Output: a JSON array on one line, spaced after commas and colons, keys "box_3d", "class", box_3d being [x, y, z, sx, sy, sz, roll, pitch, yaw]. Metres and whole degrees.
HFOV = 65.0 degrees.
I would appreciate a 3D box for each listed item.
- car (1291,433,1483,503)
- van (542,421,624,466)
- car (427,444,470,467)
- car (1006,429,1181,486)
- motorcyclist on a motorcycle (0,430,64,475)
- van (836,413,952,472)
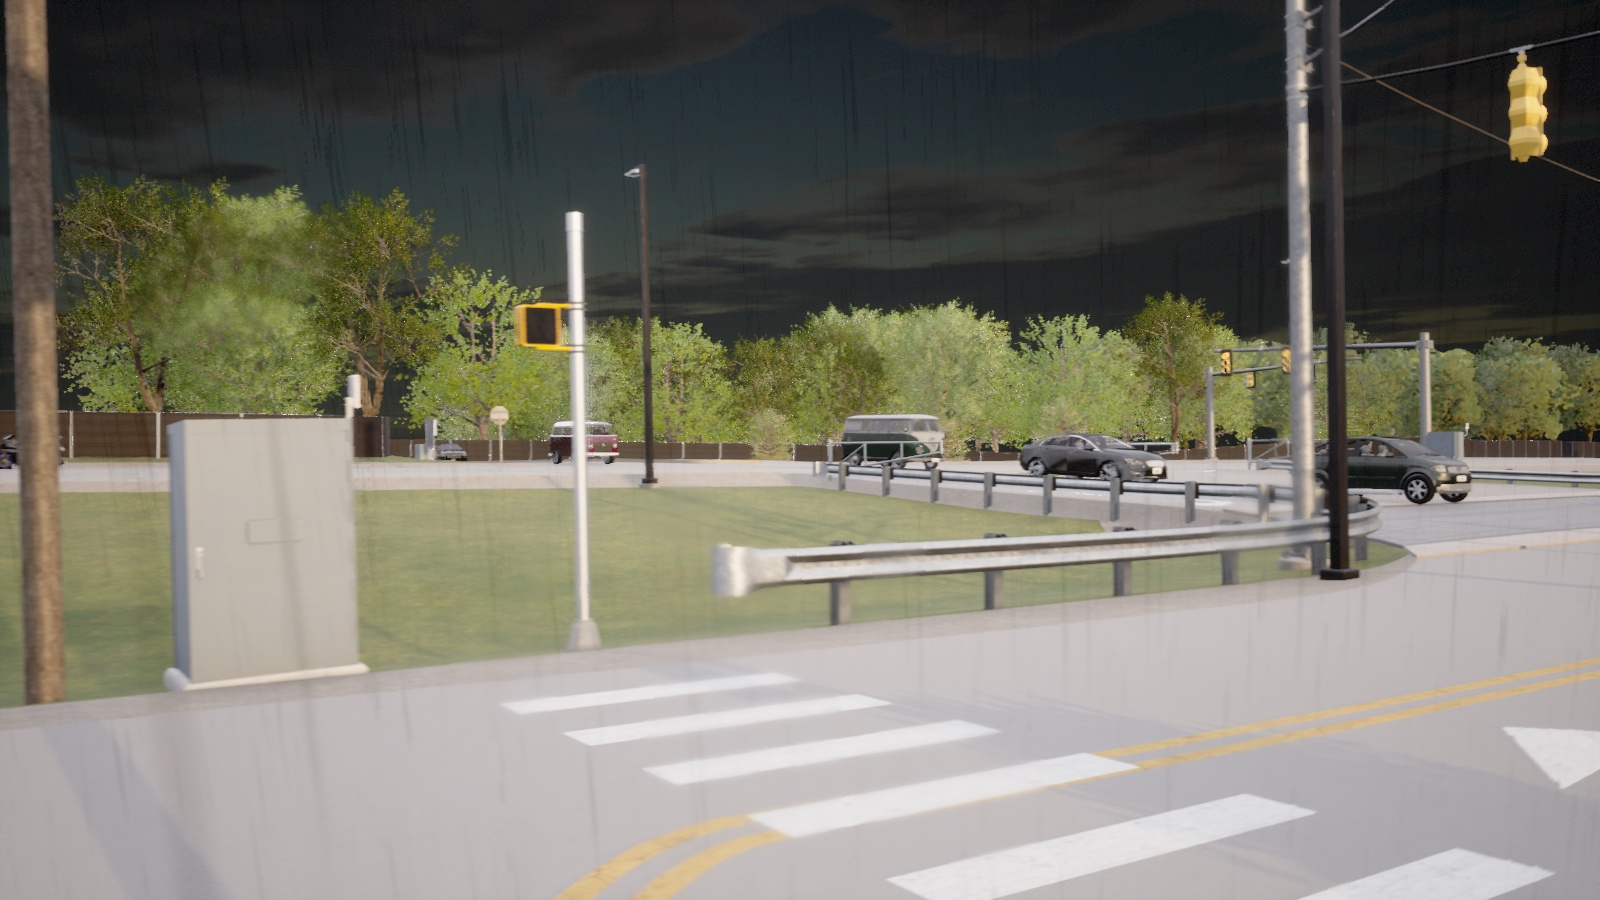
[{"box_3d": [13.825, 0.403, 29.725, 1.789, 1.549, 3.705, 0, 0, -34], "class": "car"}, {"box_3d": [-10.182, -0.299, 58.724, 2.069, 2.038, 4.480, -1, 1, -34], "class": "van"}, {"box_3d": [-23.585, 0.379, 84.184, 2.033, 1.411, 5.357, -2, 0, -24], "class": "car"}, {"box_3d": [8.631, 0.183, 37.348, 2.128, 1.511, 4.902, 0, 2, -34], "class": "car"}, {"box_3d": [-27.138, 0.085, 43.960, 2.191, 1.530, 0.866, 0, 0, -16], "class": "motorcyclist on a motorcycle"}, {"box_3d": [3.311, -0.292, 45.150, 1.775, 1.987, 4.442, 0, 1, -34], "class": "van"}]
